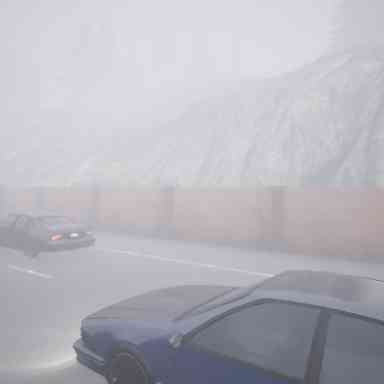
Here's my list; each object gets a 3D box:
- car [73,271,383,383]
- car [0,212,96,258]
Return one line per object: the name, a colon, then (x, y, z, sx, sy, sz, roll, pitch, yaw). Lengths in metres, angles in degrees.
car: (1.222, 1.541, 3.108, 5.357, 1.411, 2.033, 1, 0, 35)
car: (-5.918, 1.442, 12.329, 5.357, 1.411, 2.033, 1, 0, 35)
